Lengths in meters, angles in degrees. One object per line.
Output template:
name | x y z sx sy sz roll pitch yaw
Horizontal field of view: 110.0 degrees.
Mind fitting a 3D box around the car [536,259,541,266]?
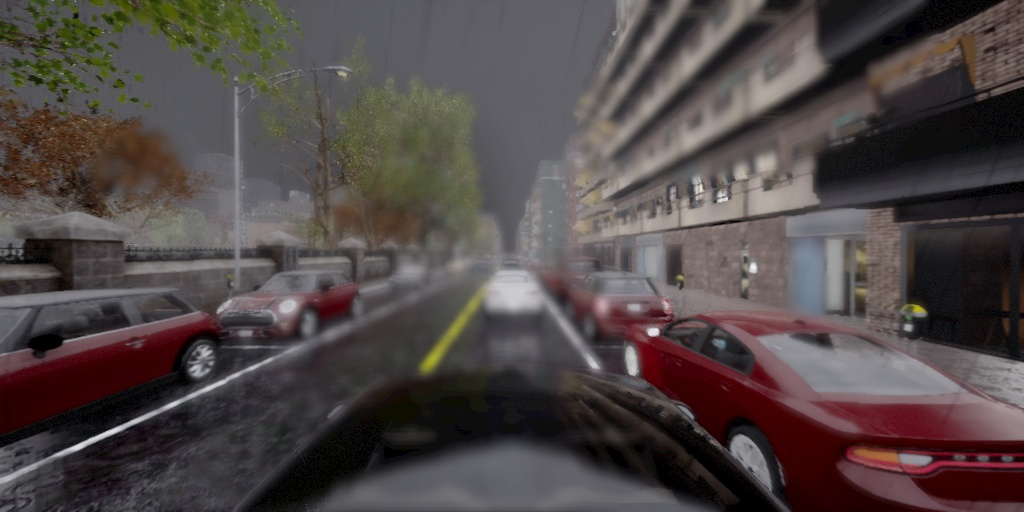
car | 2.665 1.083 20.977 1.967 1.591 4.097 0 0 0

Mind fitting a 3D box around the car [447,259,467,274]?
car | -5.739 1.080 37.685 1.751 1.417 4.829 0 0 0

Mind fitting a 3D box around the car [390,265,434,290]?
car | -5.715 1.194 20.965 2.007 1.370 4.403 0 0 0

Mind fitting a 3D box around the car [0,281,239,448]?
car | -5.692 1.177 4.075 1.967 1.591 4.097 0 0 0

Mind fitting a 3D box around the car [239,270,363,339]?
car | -5.700 1.145 9.703 1.967 1.591 4.097 0 0 0

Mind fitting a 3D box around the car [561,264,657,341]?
car | 2.681 1.145 9.716 1.967 1.591 4.097 0 0 0

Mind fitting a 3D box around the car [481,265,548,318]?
car | 0.062 1.215 12.601 1.812 1.442 4.674 0 0 0

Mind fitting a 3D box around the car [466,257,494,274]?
car | -3.151 1.105 37.225 2.033 1.411 5.357 0 0 0

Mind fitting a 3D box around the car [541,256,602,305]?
car | 2.673 0.989 15.346 2.192 1.841 5.009 0 0 0

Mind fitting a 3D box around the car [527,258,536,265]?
car | 2.641 0.994 37.867 1.967 1.591 4.097 0 0 0

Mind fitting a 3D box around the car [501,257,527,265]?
car | 0.047 1.097 30.439 1.837 1.490 4.892 0 0 0

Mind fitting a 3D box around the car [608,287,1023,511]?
car | 2.689 1.281 4.087 1.888 1.381 4.507 0 0 0
